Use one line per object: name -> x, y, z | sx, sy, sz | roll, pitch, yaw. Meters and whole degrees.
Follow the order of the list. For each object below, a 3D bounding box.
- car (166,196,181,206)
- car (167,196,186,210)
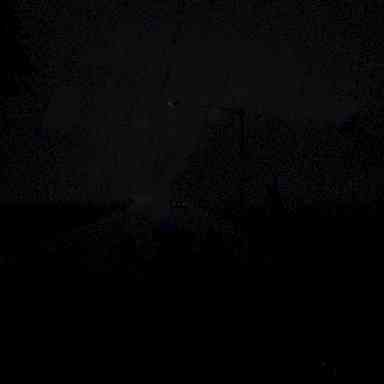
car -> -2.978, 1.381, 52.875 | 2.033, 1.411, 5.357 | 0, 0, -7
car -> -1.700, 1.448, 40.636 | 2.033, 1.411, 5.357 | 0, 0, -5
